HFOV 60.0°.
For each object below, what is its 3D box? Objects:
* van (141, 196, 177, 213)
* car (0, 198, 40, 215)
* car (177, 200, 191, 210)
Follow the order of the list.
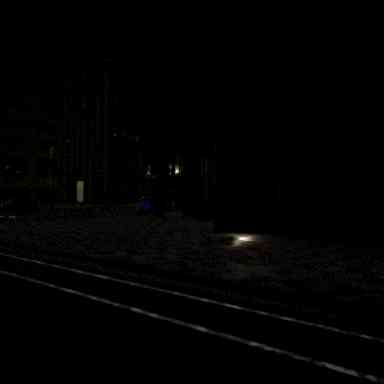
[{"bbox_3d":[-3.822,1.330,36.086,1.690,1.788,3.998,1,1,36],"label":"van"},{"bbox_3d":[-17.104,1.310,32.246,1.967,1.590,4.097,1,1,36],"label":"car"},{"bbox_3d":[-0.642,1.565,40.501,1.802,1.307,4.206,1,1,36],"label":"car"}]
